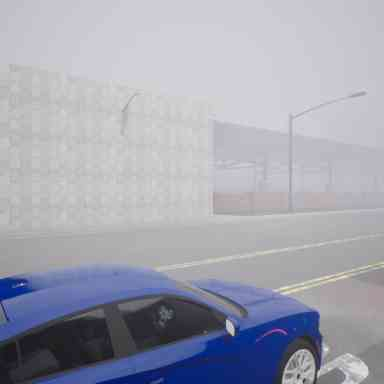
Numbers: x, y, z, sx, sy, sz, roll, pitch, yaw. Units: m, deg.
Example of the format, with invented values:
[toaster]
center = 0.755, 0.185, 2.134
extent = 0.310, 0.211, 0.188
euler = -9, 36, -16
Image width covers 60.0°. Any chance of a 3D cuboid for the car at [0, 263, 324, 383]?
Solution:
[car]
center = -0.743, 1.478, 3.220
extent = 5.008, 1.535, 1.882
euler = 0, 0, -36
